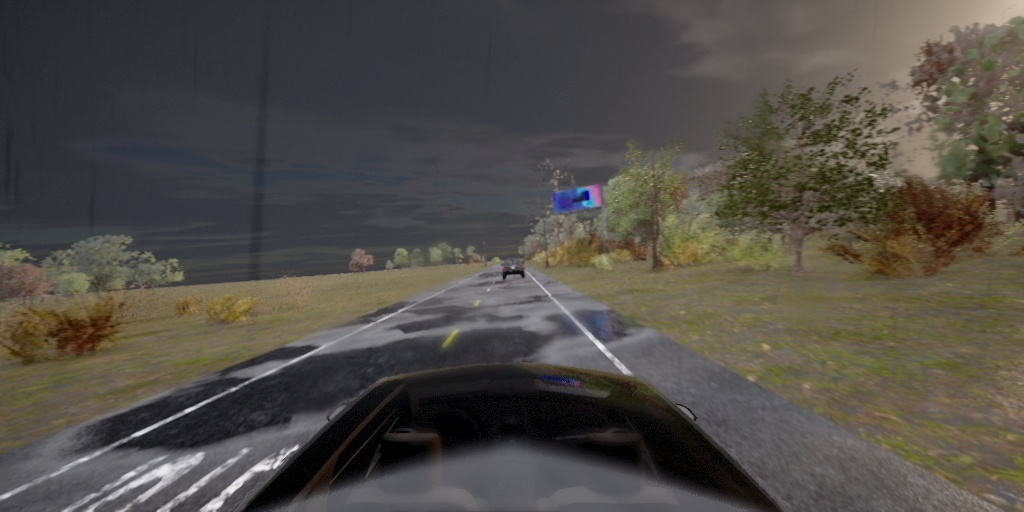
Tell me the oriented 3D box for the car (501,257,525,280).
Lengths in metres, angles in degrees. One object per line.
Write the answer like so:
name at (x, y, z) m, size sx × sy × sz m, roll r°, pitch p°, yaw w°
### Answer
car at (0.132, 1.195, 35.874) m, size 2.150 × 2.045 × 5.566 m, roll -5°, pitch 0°, yaw 0°
